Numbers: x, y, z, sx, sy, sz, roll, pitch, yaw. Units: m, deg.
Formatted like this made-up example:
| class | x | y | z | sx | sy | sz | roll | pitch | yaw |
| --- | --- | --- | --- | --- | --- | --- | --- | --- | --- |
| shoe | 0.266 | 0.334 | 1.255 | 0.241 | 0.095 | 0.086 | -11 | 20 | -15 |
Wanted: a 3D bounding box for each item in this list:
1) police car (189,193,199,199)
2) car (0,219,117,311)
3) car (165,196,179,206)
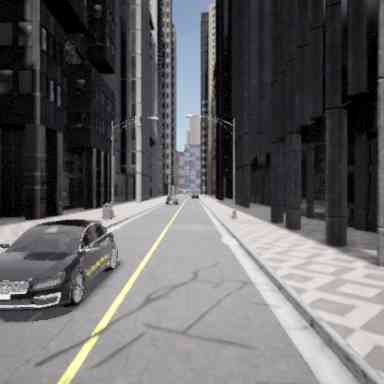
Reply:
| class | x | y | z | sx | sy | sz | roll | pitch | yaw |
| --- | --- | --- | --- | --- | --- | --- | --- | --- | --- |
| police car | 0.908 | 1.090 | 86.956 | 1.930 | 1.638 | 5.238 | 0 | 0 | 0 |
| car | -3.099 | 1.472 | 7.921 | 1.837 | 1.490 | 4.892 | 0 | 0 | 0 |
| car | -3.059 | 1.319 | 51.566 | 1.812 | 1.442 | 4.674 | 0 | 0 | 0 |
